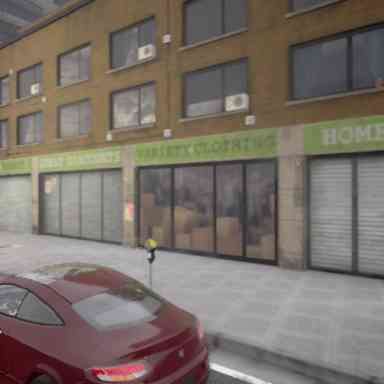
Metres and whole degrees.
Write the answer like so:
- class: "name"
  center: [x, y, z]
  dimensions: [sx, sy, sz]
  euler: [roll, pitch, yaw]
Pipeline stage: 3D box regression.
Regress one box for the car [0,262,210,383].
- class: "car"
  center: [-1.752, 1.581, 4.216]
  dimensions: [4.206, 1.307, 1.802]
  euler: [0, 0, 36]
